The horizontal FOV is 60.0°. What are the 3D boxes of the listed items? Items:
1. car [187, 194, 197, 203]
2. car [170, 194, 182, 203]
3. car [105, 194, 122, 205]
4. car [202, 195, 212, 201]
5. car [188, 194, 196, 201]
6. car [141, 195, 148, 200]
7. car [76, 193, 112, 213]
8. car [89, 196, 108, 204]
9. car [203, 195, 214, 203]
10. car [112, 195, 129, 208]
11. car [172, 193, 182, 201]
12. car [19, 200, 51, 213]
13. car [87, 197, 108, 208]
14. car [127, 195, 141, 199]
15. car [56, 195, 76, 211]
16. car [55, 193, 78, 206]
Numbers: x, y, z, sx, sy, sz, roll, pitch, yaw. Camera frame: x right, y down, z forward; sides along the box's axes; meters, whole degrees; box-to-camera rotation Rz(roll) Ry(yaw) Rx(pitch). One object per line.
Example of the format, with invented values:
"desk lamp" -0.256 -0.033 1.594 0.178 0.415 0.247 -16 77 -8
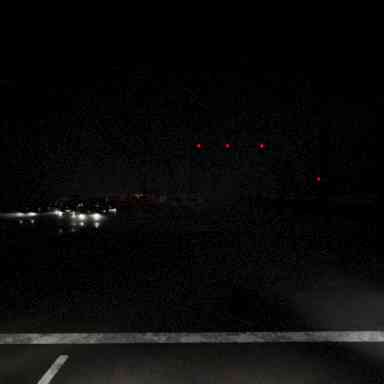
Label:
"car" 0.029 1.484 68.085 1.837 1.490 4.892 0 0 0
"car" -3.471 1.484 68.086 1.837 1.490 4.892 0 0 0
"car" -14.032 1.334 59.691 2.097 1.767 4.553 0 0 0
"car" 3.534 1.349 78.503 2.033 1.411 5.357 0 0 0
"car" 0.034 1.286 78.505 1.882 1.535 5.008 0 0 0
"car" -10.470 1.471 69.984 1.837 1.490 4.892 0 0 0
"car" -10.575 1.341 36.246 2.097 1.767 4.553 0 0 0
"car" -17.501 1.529 62.670 2.033 1.411 5.357 0 0 1
"car" 3.529 1.527 68.083 2.033 1.411 5.357 0 0 0
"car" -10.572 1.534 45.717 2.033 1.411 5.357 0 0 0
"car" -3.466 1.164 78.476 2.097 1.767 4.553 0 0 0
"car" -17.572 1.553 37.404 1.994 1.385 4.181 0 0 0
"car" -14.060 1.549 49.648 1.994 1.385 4.181 0 0 0
"car" -10.554 1.335 56.259 2.097 1.767 4.553 0 0 0
"car" -14.066 1.493 39.780 1.837 1.490 4.892 0 0 0
"car" -17.558 1.207 47.703 2.150 2.045 5.566 0 0 1
